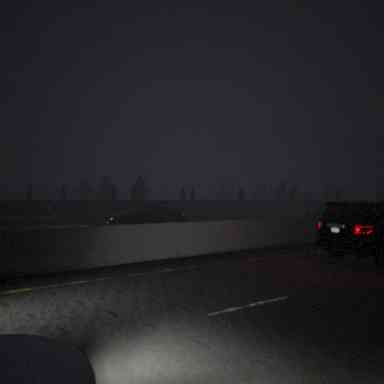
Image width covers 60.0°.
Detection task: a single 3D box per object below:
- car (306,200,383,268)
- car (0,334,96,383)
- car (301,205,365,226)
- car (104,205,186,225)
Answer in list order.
[{"bbox_3d":[6.866,1.302,11.641,5.566,2.045,2.150,0,0,-27],"label":"car"},{"bbox_3d":[-2.809,1.506,1.612,4.674,1.442,1.812,0,0,-36],"label":"car"},{"bbox_3d":[10.603,1.705,25.037,4.181,1.385,1.994,1,0,-22],"label":"car"},{"bbox_3d":[-3.064,1.575,22.416,5.357,1.411,2.033,1,0,-29],"label":"car"}]
